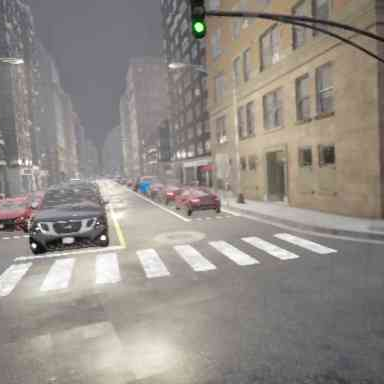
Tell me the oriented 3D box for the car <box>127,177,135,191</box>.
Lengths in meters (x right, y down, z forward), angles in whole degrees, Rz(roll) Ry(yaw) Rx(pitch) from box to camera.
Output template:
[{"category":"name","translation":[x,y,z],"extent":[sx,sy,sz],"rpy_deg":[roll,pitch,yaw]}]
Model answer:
[{"category":"car","translation":[-5.934,-1.029,39.090],"extent":[2.192,1.841,5.009],"rpy_deg":[-4,4,-15]}]

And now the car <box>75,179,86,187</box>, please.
[{"category":"car","translation":[-23.291,-1.873,69.584],"extent":[1.947,1.339,4.313],"rpy_deg":[-4,4,-15]}]

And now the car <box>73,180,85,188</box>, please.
[{"category":"car","translation":[-21.763,-1.603,64.127],"extent":[2.008,1.369,4.403],"rpy_deg":[-4,4,-15]}]

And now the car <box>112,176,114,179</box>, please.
[{"category":"car","translation":[-18.197,-3.115,82.917],"extent":[1.752,1.417,4.829],"rpy_deg":[-4,4,-15]}]

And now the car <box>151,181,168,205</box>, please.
[{"category":"car","translation":[-1.336,0.098,22.739],"extent":[1.802,1.307,4.206],"rpy_deg":[-4,4,-15]}]

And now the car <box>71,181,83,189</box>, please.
[{"category":"car","translation":[-20.233,-1.286,58.673],"extent":[1.802,1.307,4.206],"rpy_deg":[-4,4,-15]}]

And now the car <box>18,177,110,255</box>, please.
[{"category":"car","translation":[-4.141,0.759,11.704],"extent":[2.150,2.045,5.566],"rpy_deg":[-4,6,-15]}]

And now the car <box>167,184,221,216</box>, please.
[{"category":"car","translation":[0.193,0.386,17.283],"extent":[1.802,1.307,4.206],"rpy_deg":[-4,4,-15]}]

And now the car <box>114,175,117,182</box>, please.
[{"category":"car","translation":[-15.105,-2.743,71.827],"extent":[2.192,1.841,5.009],"rpy_deg":[-4,4,-15]}]

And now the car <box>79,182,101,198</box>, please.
[{"category":"car","translation":[-10.976,-0.307,36.157],"extent":[2.033,1.411,5.357],"rpy_deg":[-4,4,-15]}]

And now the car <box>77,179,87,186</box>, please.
[{"category":"car","translation":[-24.819,-2.159,75.040],"extent":[1.947,1.339,4.313],"rpy_deg":[-4,4,-15]}]

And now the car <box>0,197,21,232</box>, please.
[{"category":"car","translation":[-8.008,0.968,15.026],"extent":[1.887,1.381,4.507],"rpy_deg":[-4,4,-15]}]

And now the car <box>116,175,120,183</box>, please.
[{"category":"car","translation":[-13.613,-2.256,66.548],"extent":[1.752,1.417,4.829],"rpy_deg":[-4,4,-15]}]

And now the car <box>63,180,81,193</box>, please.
[{"category":"car","translation":[-17.183,-0.856,47.753],"extent":[1.967,1.590,4.097],"rpy_deg":[-4,4,-15]}]

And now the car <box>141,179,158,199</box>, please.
[{"category":"car","translation":[-2.865,-0.189,28.196],"extent":[1.802,1.307,4.206],"rpy_deg":[-4,4,-15]}]

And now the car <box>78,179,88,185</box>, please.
[{"category":"car","translation":[-26.348,-2.467,80.494],"extent":[1.887,1.381,4.507],"rpy_deg":[-4,4,-15]}]

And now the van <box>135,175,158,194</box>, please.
[{"category":"van","translation":[-4.405,-0.716,33.636],"extent":[1.690,1.788,3.998],"rpy_deg":[-4,4,-15]}]

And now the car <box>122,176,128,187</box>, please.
[{"category":"car","translation":[-8.978,-1.334,50.019],"extent":[1.802,1.307,4.206],"rpy_deg":[-4,4,-15]}]

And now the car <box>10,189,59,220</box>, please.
[{"category":"car","translation":[-9.537,0.681,20.482],"extent":[1.887,1.381,4.507],"rpy_deg":[-4,4,-15]}]

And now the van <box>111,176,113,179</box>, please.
[{"category":"van","translation":[-19.689,-3.577,88.197],"extent":[1.690,1.788,3.998],"rpy_deg":[-4,4,-15]}]

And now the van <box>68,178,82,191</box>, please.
[{"category":"van","translation":[-18.716,-1.240,53.202],"extent":[1.690,1.788,3.998],"rpy_deg":[-4,4,-15]}]

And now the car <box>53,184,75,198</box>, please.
[{"category":"car","translation":[-14.120,-0.143,36.851],"extent":[1.802,1.307,4.206],"rpy_deg":[-4,4,-15]}]

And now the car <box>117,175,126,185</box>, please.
[{"category":"car","translation":[-12.036,-1.922,60.931],"extent":[1.947,1.339,4.313],"rpy_deg":[-4,4,-15]}]
